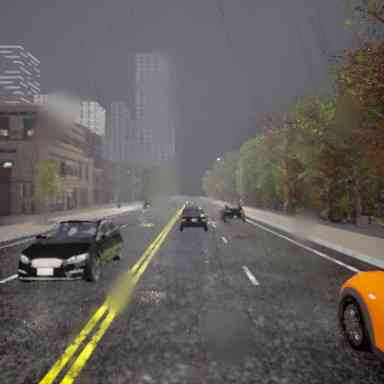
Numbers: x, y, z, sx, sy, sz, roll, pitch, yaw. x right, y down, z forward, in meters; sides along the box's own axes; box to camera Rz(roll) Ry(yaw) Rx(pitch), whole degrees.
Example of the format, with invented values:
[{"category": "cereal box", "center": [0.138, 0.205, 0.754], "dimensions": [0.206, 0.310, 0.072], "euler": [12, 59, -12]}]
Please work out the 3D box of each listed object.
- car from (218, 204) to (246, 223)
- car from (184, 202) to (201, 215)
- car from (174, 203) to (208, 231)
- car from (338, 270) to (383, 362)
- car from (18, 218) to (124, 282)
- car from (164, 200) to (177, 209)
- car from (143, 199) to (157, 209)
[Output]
[{"category": "car", "center": [3.346, 1.723, 28.129], "dimensions": [2.128, 1.511, 4.902], "euler": [0, 0, 0]}, {"category": "car", "center": [0.070, 1.922, 39.519], "dimensions": [1.895, 1.301, 4.718], "euler": [0, 0, 0]}, {"category": "car", "center": [0.103, 1.730, 22.211], "dimensions": [2.033, 1.411, 5.357], "euler": [0, 0, 0]}, {"category": "car", "center": [3.349, 1.380, 3.403], "dimensions": [2.097, 1.767, 4.553], "euler": [0, -1, 0]}, {"category": "car", "center": [-3.340, 1.576, 10.051], "dimensions": [2.128, 1.511, 4.902], "euler": [0, -1, 0]}, {"category": "car", "center": [-3.308, 1.987, 52.357], "dimensions": [1.994, 1.385, 4.181], "euler": [0, 0, 0]}, {"category": "car", "center": [-6.558, 1.927, 52.359], "dimensions": [1.837, 1.490, 4.892], "euler": [0, 0, 0]}]
